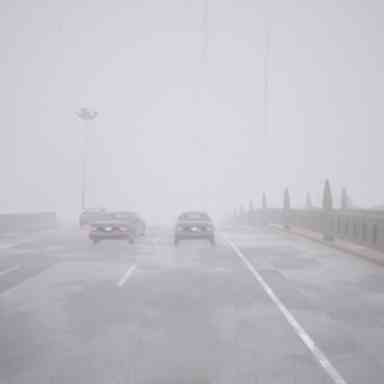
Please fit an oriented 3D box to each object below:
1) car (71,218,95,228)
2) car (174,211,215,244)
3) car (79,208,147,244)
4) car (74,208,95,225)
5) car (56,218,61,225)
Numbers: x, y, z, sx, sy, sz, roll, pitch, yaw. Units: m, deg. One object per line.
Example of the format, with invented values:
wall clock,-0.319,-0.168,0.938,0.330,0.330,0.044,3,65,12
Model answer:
car,-17.540,5.081,53.884,2.128,1.511,4.902,0,-7,1
car,0.101,1.613,15.975,2.033,1.411,5.357,0,-1,0
car,-3.399,1.614,16.025,2.033,1.411,5.357,0,-1,0
car,-6.898,1.933,24.941,2.128,1.511,4.902,0,-3,0
car,-21.045,4.505,49.347,2.128,1.511,4.902,0,-7,1
